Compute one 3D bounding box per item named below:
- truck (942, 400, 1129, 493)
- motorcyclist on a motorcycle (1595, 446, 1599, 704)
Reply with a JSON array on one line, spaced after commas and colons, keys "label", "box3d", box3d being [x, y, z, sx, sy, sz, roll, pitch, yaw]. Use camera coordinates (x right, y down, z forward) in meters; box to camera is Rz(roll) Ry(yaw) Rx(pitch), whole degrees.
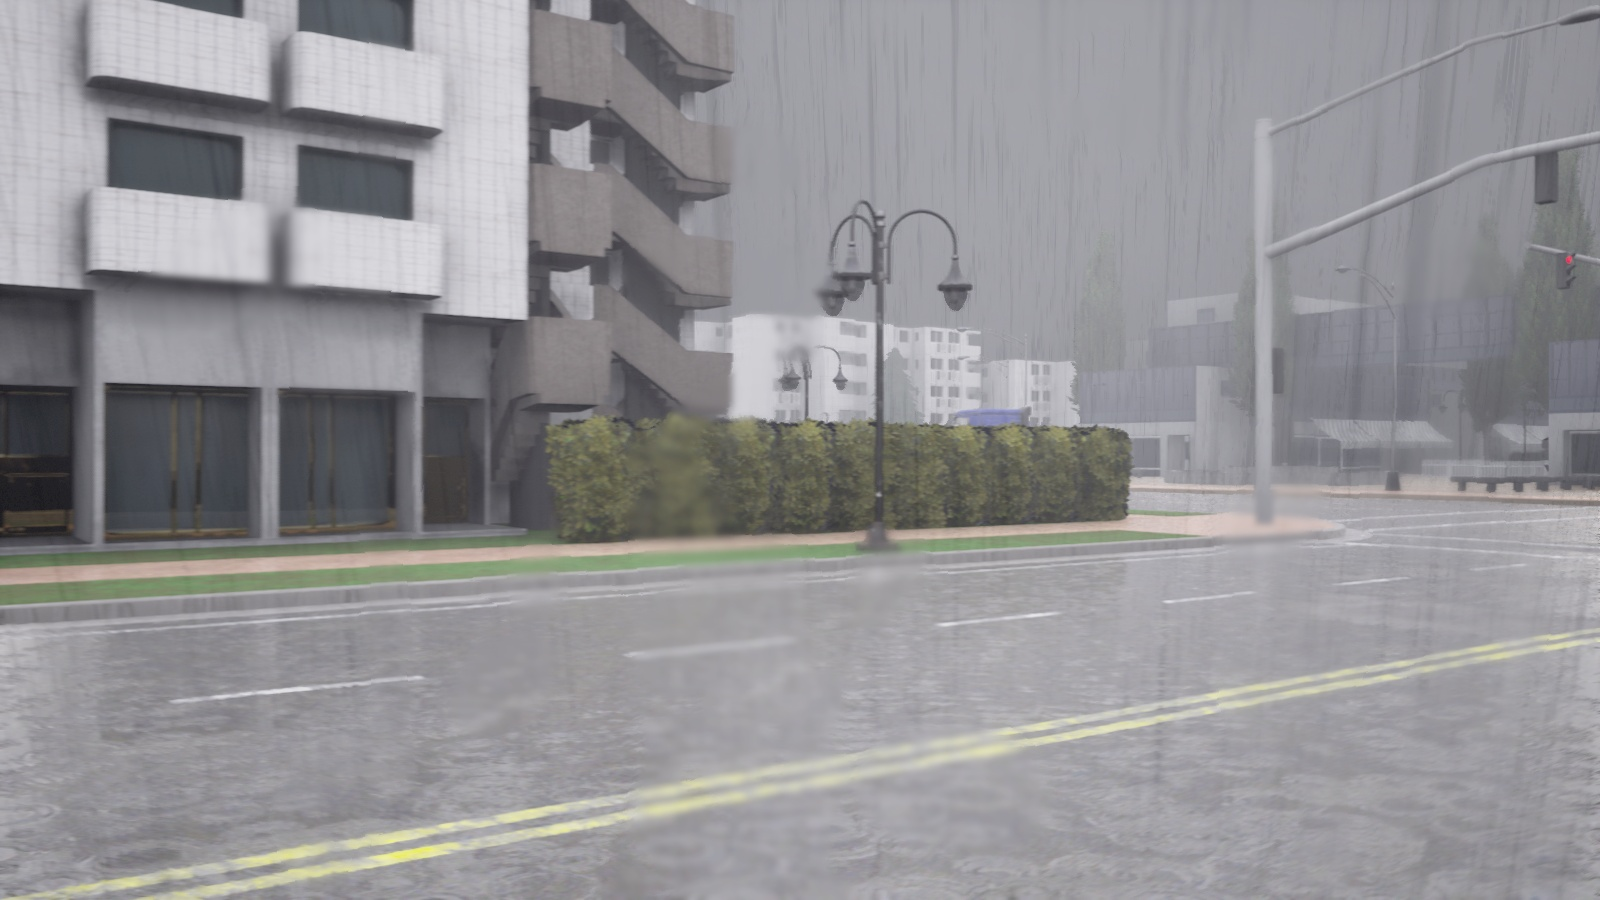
[{"label": "truck", "box3d": [9.352, -0.132, 50.889, 2.891, 3.462, 7.936, 0, 0, -31]}, {"label": "motorcyclist on a motorcycle", "box3d": [5.767, 0.734, 7.673, 2.044, 1.523, 0.797, 0, 0, -35]}]
